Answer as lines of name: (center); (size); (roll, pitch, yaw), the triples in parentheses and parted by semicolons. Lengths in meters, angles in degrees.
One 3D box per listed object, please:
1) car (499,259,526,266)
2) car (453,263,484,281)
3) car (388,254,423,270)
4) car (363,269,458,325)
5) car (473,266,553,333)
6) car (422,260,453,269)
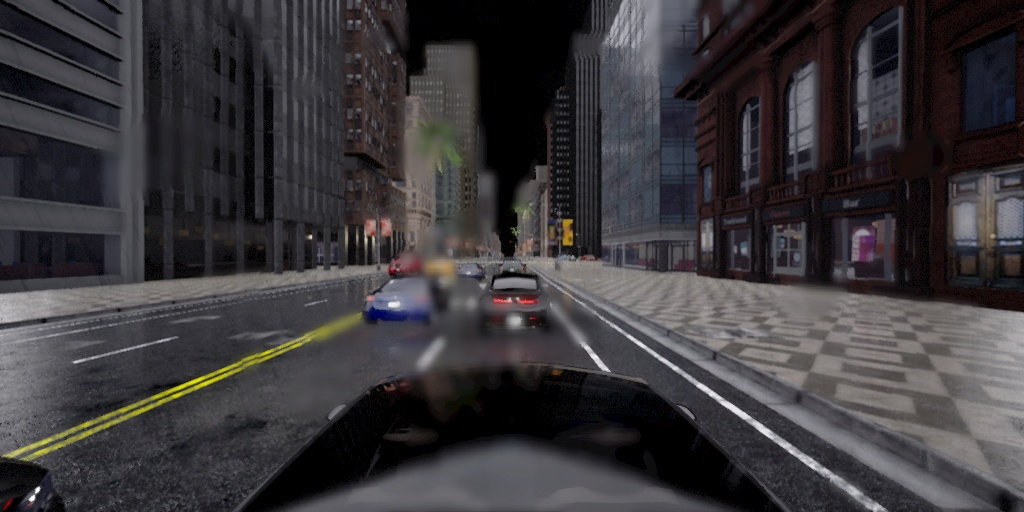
car: (0.048, 1.001, 27.984); (2.097, 1.767, 4.553); (0, 0, 1)
car: (-3.192, 1.211, 28.529); (1.994, 1.385, 4.181); (0, 0, 0)
car: (-9.900, 0.850, 34.052); (2.150, 2.045, 5.566); (0, 0, 0)
car: (-3.164, 1.275, 11.658); (1.994, 1.385, 4.181); (0, 0, 0)
car: (0.087, 1.221, 10.534); (1.837, 1.490, 4.892); (0, 0, 0)
car: (-6.650, 1.106, 33.642); (1.882, 1.535, 5.008); (0, 0, 0)
